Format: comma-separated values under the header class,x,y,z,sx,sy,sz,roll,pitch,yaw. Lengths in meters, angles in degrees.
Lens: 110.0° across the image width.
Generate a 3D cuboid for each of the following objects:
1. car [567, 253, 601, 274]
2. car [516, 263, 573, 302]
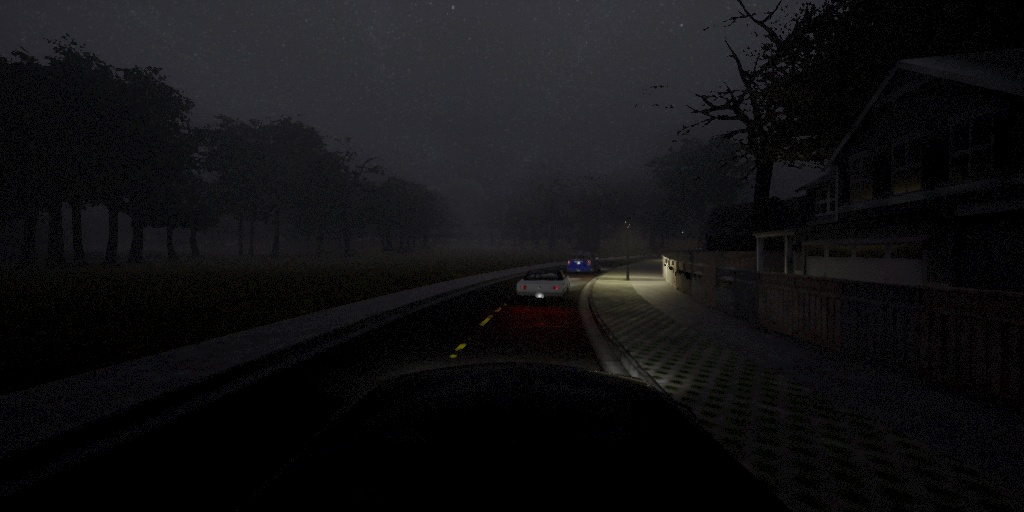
class,x,y,z,sx,sy,sz,roll,pitch,yaw
car,6.077,0.508,29.981,2.097,1.767,4.553,0,2,24
car,1.545,1.209,16.100,1.895,1.301,4.718,0,1,12
